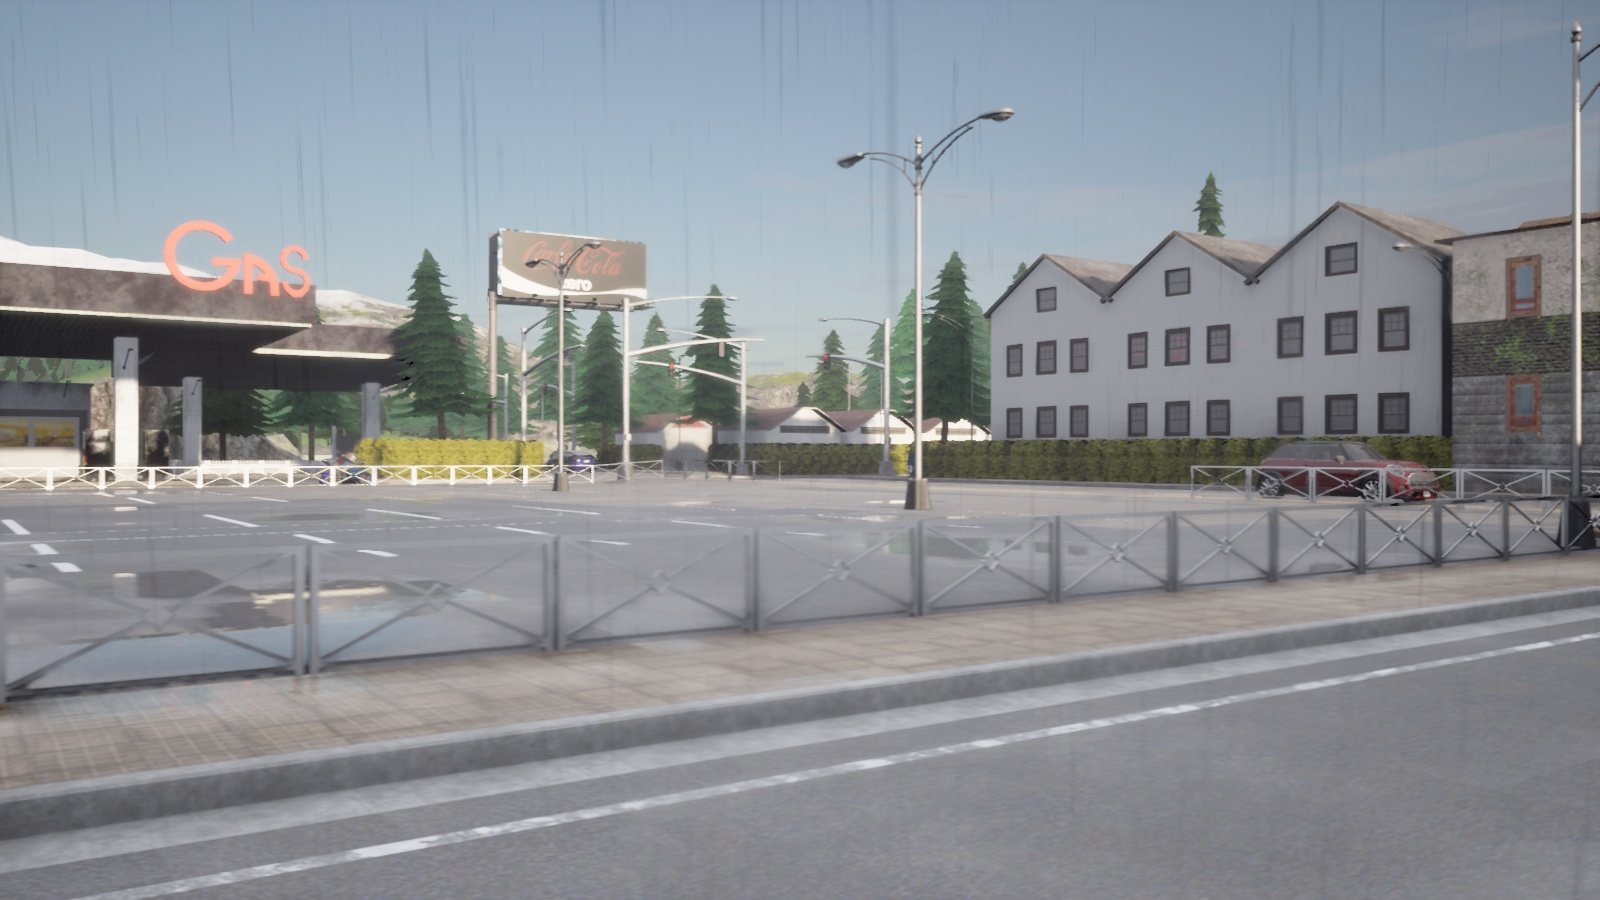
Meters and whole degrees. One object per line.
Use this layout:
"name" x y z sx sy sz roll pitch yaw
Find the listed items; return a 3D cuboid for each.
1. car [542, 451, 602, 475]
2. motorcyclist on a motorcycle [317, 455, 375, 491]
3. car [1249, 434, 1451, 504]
"car" -15.090 0.819 82.951 2.163 1.488 4.792 -1 1 -34
"motorcyclist on a motorcycle" -19.584 0.969 54.211 2.191 1.530 0.866 0 0 -35
"car" 14.694 0.479 33.802 2.097 1.767 4.553 0 0 -35
